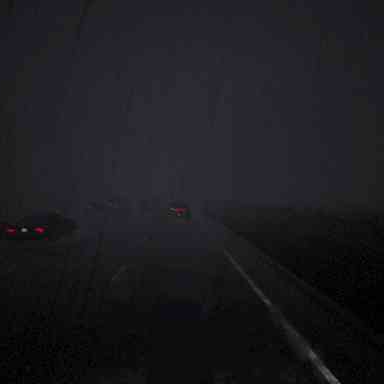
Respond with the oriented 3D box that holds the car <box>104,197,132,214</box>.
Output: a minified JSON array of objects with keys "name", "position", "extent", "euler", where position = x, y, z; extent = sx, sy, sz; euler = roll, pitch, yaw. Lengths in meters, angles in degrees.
[{"name":"car","position":[-8.765,1.602,40.627],"extent":[2.150,2.045,5.566],"euler":[-1,0,-3]}]

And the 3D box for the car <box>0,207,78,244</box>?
[{"name":"car","position":[-7.609,1.787,17.401],"extent":[2.033,1.411,5.357],"euler":[-1,0,-3]}]

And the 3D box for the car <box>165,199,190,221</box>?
[{"name":"car","position":[-1.177,1.662,29.433],"extent":[2.128,1.511,4.902],"euler":[-1,0,-3]}]

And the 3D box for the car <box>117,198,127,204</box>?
[{"name":"car","position":[-18.208,2.299,86.753],"extent":[1.837,1.490,4.892],"euler":[-1,0,-3]}]

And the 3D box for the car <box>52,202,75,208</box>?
[{"name":"car","position":[-15.792,2.028,41.123],"extent":[1.837,1.490,4.892],"euler":[-1,0,-3]}]

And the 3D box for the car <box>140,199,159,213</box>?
[{"name":"car","position":[-5.339,1.669,42.042],"extent":[2.097,1.767,4.553],"euler":[-1,0,-3]}]

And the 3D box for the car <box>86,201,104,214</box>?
[{"name":"car","position":[-12.402,1.971,43.291],"extent":[1.837,1.490,4.892],"euler":[-1,0,-3]}]
